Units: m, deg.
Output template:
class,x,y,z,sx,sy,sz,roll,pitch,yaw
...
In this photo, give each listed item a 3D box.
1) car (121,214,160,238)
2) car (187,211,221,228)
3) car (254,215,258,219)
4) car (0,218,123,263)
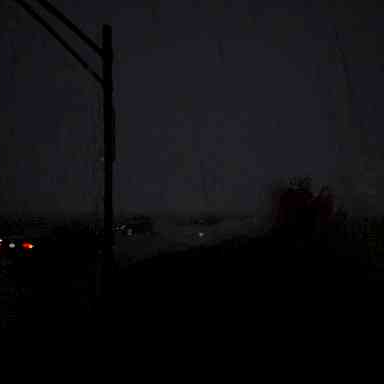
class,x,y,z,sx,sy,sz,roll,pitch,yaw
car,-4.158,2.354,23.610,1.837,1.490,4.892,-2,-3,29
car,1.283,2.706,33.526,1.882,1.535,5.008,-2,-3,29
car,11.272,3.466,51.565,2.033,1.411,5.357,-2,-3,29
car,-5.316,1.989,13.842,2.033,1.411,5.357,-2,-3,20
